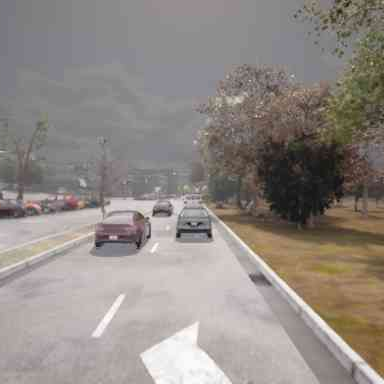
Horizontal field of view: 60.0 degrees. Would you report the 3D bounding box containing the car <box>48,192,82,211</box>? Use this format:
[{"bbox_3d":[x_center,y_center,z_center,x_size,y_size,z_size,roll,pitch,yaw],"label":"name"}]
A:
[{"bbox_3d":[-16.821,1.352,40.810,5.566,2.045,2.435,-1,0,-20],"label":"car"}]

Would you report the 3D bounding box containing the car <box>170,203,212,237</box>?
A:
[{"bbox_3d":[0.101,1.549,18.154,2.033,1.411,5.357,0,0,0],"label":"car"}]

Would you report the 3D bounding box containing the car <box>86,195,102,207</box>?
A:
[{"bbox_3d":[-16.792,1.417,49.823,5.566,2.045,2.435,-1,0,-20],"label":"car"}]

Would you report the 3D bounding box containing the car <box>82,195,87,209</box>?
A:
[{"bbox_3d":[-16.961,1.624,43.758,5.366,1.575,1.946,-1,0,-20],"label":"car"}]

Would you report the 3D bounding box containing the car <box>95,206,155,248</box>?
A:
[{"bbox_3d":[-2.899,1.521,14.572,1.812,1.442,4.674,0,0,0],"label":"car"}]

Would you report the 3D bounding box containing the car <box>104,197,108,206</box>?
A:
[{"bbox_3d":[-16.720,1.439,52.860,5.566,2.045,2.435,-1,-1,-20],"label":"car"}]

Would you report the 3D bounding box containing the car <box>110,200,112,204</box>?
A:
[{"bbox_3d":[-16.629,1.609,58.873,4.553,1.767,2.185,-1,0,-19],"label":"car"}]

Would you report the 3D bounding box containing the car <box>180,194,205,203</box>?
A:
[{"bbox_3d":[0.104,1.317,38.465,2.150,2.045,5.566,0,0,0],"label":"car"}]

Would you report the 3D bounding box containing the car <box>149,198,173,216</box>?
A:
[{"bbox_3d":[-2.898,1.612,33.767,2.033,1.411,5.357,0,0,0],"label":"car"}]

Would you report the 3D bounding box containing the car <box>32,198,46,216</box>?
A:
[{"bbox_3d":[-16.833,1.419,31.811,4.553,1.767,2.185,-1,-1,-20],"label":"car"}]

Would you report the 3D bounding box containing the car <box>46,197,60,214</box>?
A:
[{"bbox_3d":[-16.804,1.564,34.821,4.892,1.521,2.231,-1,-1,-20],"label":"car"}]

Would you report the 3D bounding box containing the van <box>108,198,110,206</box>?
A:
[{"bbox_3d":[-16.604,1.486,55.896,4.442,1.987,1.878,-1,-1,-19],"label":"van"}]

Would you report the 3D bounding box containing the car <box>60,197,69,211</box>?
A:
[{"bbox_3d":[-16.820,1.612,37.805,4.792,1.488,2.163,-1,0,-20],"label":"car"}]

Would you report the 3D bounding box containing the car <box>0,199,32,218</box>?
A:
[{"bbox_3d":[-16.772,1.402,28.825,4.553,1.767,2.185,-1,0,-20],"label":"car"}]

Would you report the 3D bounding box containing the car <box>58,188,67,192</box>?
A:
[{"bbox_3d":[-34.167,-0.060,87.614,2.435,2.045,5.566,6,-3,-19],"label":"car"}]

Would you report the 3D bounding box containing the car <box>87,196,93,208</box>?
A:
[{"bbox_3d":[-16.771,1.687,46.825,4.674,1.452,2.002,-1,0,-20],"label":"car"}]
